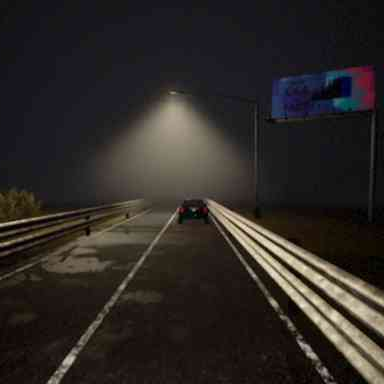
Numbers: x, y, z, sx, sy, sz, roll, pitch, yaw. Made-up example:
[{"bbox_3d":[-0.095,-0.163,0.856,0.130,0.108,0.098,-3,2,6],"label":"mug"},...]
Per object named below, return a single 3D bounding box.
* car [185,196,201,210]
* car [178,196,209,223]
[{"bbox_3d":[0.125,1.305,41.426,1.837,1.490,4.892,0,1,0],"label":"car"},{"bbox_3d":[0.115,1.232,24.422,2.097,1.767,4.553,0,0,0],"label":"car"}]
